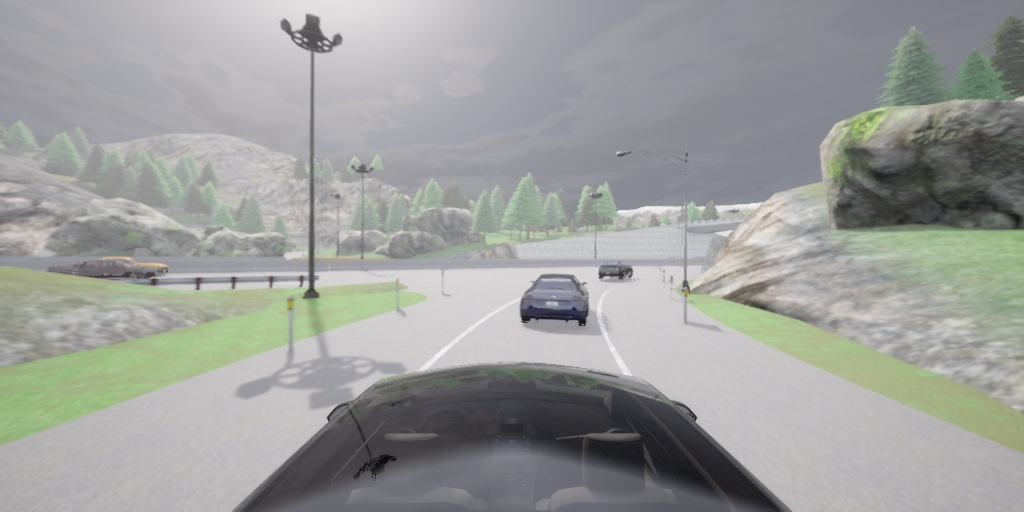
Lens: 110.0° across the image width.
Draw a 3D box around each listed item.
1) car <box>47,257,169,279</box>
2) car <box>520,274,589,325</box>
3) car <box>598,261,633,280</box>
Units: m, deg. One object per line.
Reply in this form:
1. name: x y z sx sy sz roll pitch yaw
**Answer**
1. car: -27.276 0.941 24.283 5.357 1.411 2.033 0 0 -30
2. car: 1.501 1.271 11.815 1.994 1.385 4.181 1 0 11
3. car: 8.516 1.125 29.229 2.128 1.511 4.902 1 0 31
